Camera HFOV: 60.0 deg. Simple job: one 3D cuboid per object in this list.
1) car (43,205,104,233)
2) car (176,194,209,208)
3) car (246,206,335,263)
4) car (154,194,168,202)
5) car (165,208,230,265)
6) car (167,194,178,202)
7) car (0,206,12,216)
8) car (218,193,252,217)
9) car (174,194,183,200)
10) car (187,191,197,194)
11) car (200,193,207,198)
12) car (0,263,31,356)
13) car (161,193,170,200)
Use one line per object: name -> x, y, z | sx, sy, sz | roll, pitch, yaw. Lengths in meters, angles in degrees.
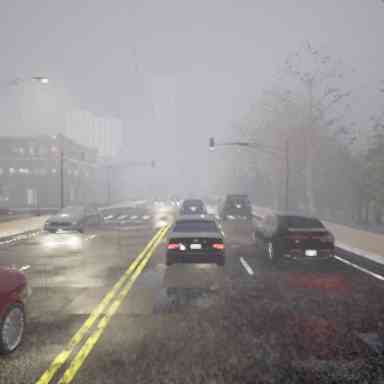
car -> -6.554, 1.471, 19.195 | 2.033, 1.411, 5.357 | 0, 0, 1
car -> 0.094, 1.249, 25.926 | 2.097, 1.767, 4.553 | 0, 0, 0
car -> 3.347, 1.457, 11.769 | 1.837, 1.490, 4.892 | 0, 0, 0
car -> -6.522, 1.237, 67.770 | 2.128, 1.511, 4.902 | 0, 0, 0
car -> 0.097, 1.501, 11.458 | 2.033, 1.411, 5.357 | 0, 0, 0
car -> -3.272, 1.237, 67.771 | 2.128, 1.511, 4.902 | 0, 0, 0
car -> -19.964, 1.688, 32.522 | 4.313, 1.339, 1.947 | -1, 1, 0
car -> 3.344, 1.116, 26.393 | 2.150, 2.045, 5.566 | 0, 0, 0
car -> -3.273, 1.179, 83.261 | 2.128, 1.511, 4.902 | 0, 0, 0
car -> -0.026, 0.875, 82.990 | 2.150, 2.045, 5.566 | 0, 0, 0
car -> 3.222, 0.997, 93.380 | 1.994, 1.385, 4.181 | 0, 0, 0
car -> -3.350, 1.512, 3.304 | 1.812, 1.442, 4.674 | 0, 0, 0
car -> -6.523, 1.132, 83.260 | 1.882, 1.535, 5.008 | 0, 0, 0
